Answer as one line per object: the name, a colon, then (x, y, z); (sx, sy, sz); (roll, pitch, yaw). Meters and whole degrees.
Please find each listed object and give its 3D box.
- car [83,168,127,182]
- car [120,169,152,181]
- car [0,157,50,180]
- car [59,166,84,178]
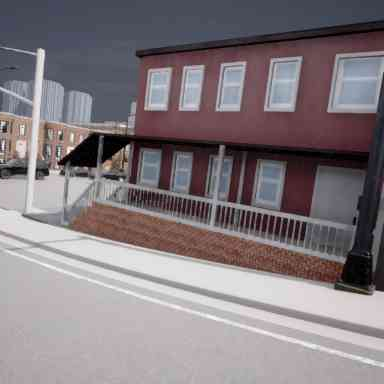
car: (-10.494, -2.042, 41.321); (1.837, 1.490, 4.892); (10, 6, 35)
car: (-8.359, -2.530, 50.178); (1.812, 1.442, 4.674); (10, 6, 35)
car: (-16.790, -2.326, 32.505); (2.150, 2.045, 5.566); (10, 6, 36)
car: (-14.419, -2.500, 41.803); (1.994, 1.385, 4.181); (11, 6, 36)
